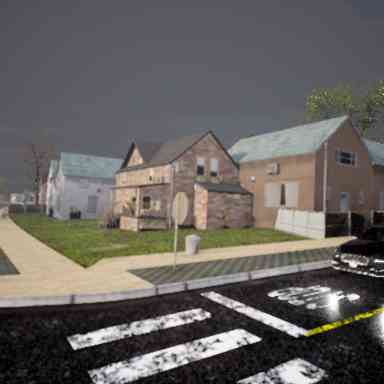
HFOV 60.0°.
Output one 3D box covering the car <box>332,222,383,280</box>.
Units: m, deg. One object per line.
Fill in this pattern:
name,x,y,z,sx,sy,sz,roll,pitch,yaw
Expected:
car,6.184,1.648,9.802,4.892,1.490,1.837,1,-1,-32
